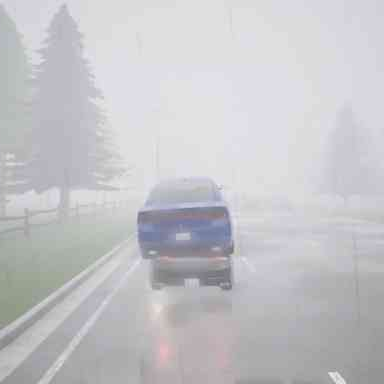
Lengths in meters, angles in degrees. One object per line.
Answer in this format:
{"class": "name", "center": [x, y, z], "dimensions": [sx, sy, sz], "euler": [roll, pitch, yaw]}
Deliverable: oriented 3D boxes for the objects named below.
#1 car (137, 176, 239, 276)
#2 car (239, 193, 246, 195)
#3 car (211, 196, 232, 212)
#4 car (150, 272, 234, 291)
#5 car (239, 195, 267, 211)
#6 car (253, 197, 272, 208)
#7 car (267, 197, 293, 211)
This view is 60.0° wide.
{"class": "car", "center": [-0.083, 0.341, 8.299], "dimensions": [1.882, 1.535, 5.008], "euler": [-4, 7, 3]}
{"class": "car", "center": [7.000, 1.221, 50.098], "dimensions": [2.150, 2.045, 5.566], "euler": [0, 0, 0]}
{"class": "car", "center": [3.500, 1.352, 40.035], "dimensions": [2.097, 1.767, 4.553], "euler": [0, 0, 0]}
{"class": "car", "center": [0.001, 1.551, 9.026], "dimensions": [2.128, 1.511, 4.902], "euler": [0, 1, 0]}
{"class": "car", "center": [7.000, 1.491, 39.648], "dimensions": [2.128, 1.511, 4.902], "euler": [0, 0, 0]}
{"class": "car", "center": [10.500, 1.505, 50.068], "dimensions": [1.837, 1.490, 4.892], "euler": [0, 0, 0]}
{"class": "car", "center": [10.500, 1.352, 40.035], "dimensions": [2.097, 1.767, 4.553], "euler": [0, 0, 0]}
